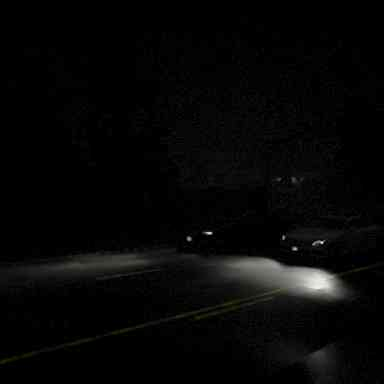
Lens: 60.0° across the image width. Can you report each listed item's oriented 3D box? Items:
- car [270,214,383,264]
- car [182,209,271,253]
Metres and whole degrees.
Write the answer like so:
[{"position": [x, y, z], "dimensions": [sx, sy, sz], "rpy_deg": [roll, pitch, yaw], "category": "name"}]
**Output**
[{"position": [5.187, 1.534, 11.941], "dimensions": [4.674, 1.442, 1.812], "rpy_deg": [0, 0, -35], "category": "car"}, {"position": [1.900, 1.503, 13.909], "dimensions": [4.902, 1.511, 2.128], "rpy_deg": [0, 0, -35], "category": "car"}]
